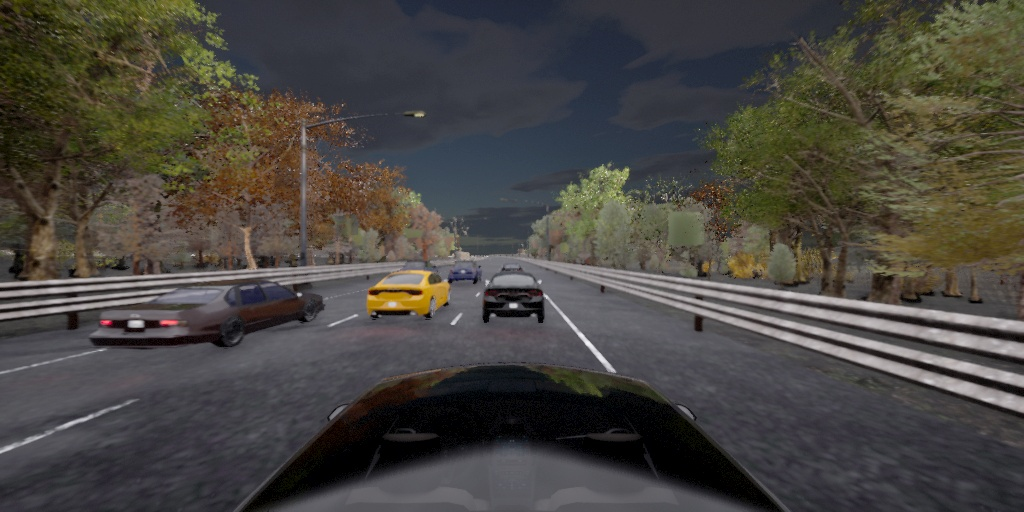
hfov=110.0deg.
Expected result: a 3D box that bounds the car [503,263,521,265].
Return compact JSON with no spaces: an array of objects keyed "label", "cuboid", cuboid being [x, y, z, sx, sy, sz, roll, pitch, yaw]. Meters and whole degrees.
[{"label":"car","cuboid":[0.006,1.275,27.923,2.128,1.511,4.902,0,0,0]}]

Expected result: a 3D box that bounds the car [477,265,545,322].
[{"label":"car","cuboid":[0.054,1.242,12.443,1.882,1.535,5.008,0,0,0]}]

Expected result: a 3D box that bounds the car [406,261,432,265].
[{"label":"car","cuboid":[-6.992,1.134,27.621,2.097,1.767,4.553,0,0,0]}]

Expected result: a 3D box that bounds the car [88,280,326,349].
[{"label":"car","cuboid":[-6.962,1.308,9.164,2.033,1.411,5.357,0,0,0]}]

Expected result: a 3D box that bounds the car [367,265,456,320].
[{"label":"car","cuboid":[-3.445,1.242,12.836,1.882,1.535,5.008,0,0,0]}]

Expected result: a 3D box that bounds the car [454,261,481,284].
[{"label":"car","cuboid":[-3.493,1.133,27.631,2.097,1.767,4.553,0,0,0]}]
